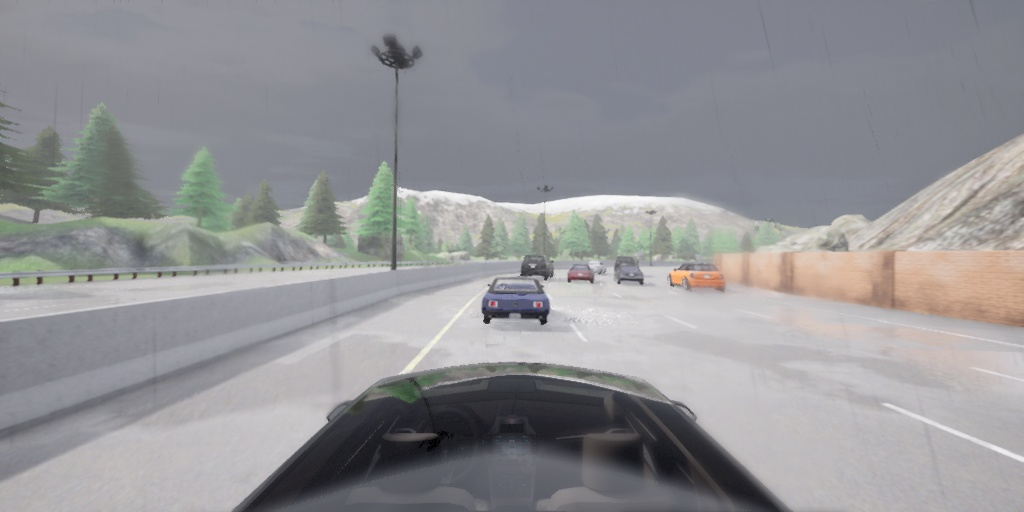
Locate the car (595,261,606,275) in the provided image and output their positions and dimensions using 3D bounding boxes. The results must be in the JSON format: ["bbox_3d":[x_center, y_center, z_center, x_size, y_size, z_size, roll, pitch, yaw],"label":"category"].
[{"bbox_3d":[9.345,1.291,40.200,1.812,1.442,4.674,1,0,23],"label":"car"}]

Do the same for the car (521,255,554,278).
[{"bbox_3d":[2.202,0.911,30.057,2.150,2.045,5.566,1,0,13],"label":"car"}]

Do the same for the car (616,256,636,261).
[{"bbox_3d":[12.249,1.043,38.257,2.150,2.045,5.566,1,1,23],"label":"car"}]

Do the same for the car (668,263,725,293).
[{"bbox_3d":[11.403,1.210,22.476,2.097,1.767,4.553,1,0,8],"label":"car"}]

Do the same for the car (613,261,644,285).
[{"bbox_3d":[8.721,1.348,27.085,2.033,1.411,5.357,1,0,12],"label":"car"}]

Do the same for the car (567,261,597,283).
[{"bbox_3d":[5.358,1.309,27.902,1.994,1.385,4.181,1,0,12],"label":"car"}]

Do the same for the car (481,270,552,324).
[{"bbox_3d":[0.114,1.318,11.821,1.895,1.301,4.718,1,0,0],"label":"car"}]
